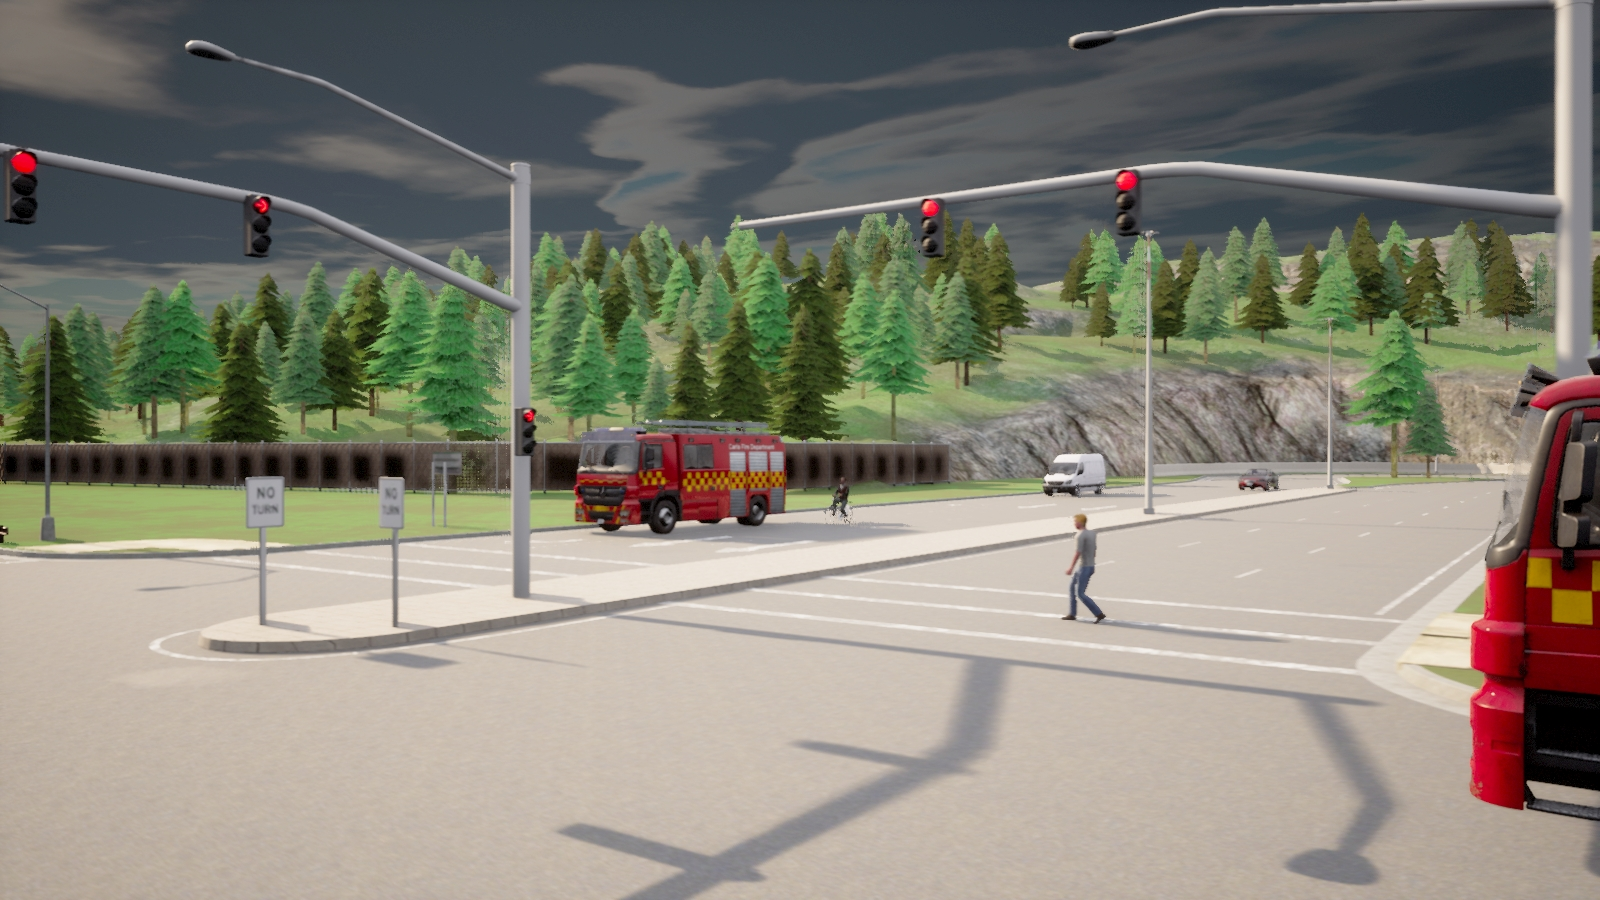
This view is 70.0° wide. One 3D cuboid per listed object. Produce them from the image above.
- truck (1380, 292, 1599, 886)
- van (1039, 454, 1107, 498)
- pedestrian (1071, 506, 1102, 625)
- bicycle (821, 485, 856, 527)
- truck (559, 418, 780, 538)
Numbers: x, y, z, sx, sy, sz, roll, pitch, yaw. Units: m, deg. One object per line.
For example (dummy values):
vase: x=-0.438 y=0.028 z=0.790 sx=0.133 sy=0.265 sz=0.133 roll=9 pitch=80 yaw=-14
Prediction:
truck: x=8.366 y=0.890 z=6.693 sx=8.468 sy=3.827 sz=2.891 roll=0 pitch=0 yaw=38
van: x=16.780 y=1.539 z=69.980 sx=1.988 sy=2.561 sz=5.915 roll=0 pitch=0 yaw=36
pedestrian: x=4.627 y=1.850 z=18.444 sx=0.375 sy=1.860 sz=0.375 roll=0 pitch=0 yaw=33
bicycle: x=1.437 y=2.064 z=42.540 sx=0.329 sy=1.471 sz=1.835 roll=0 pitch=0 yaw=36
truck: x=-4.413 y=0.896 z=40.788 sx=2.891 sy=3.827 sz=8.468 roll=0 pitch=0 yaw=36
